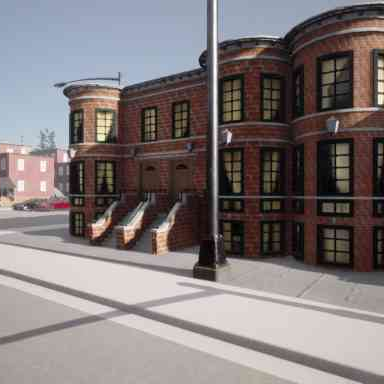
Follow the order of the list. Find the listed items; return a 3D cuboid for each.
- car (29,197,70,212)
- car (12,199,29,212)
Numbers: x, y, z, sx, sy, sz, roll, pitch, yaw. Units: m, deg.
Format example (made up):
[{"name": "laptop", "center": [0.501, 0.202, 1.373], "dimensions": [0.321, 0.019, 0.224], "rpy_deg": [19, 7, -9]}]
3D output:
[{"name": "car", "center": [-15.597, 1.351, 38.091], "dimensions": [2.097, 1.767, 4.553], "rpy_deg": [0, 0, 36]}, {"name": "car", "center": [-18.793, 1.503, 39.645], "dimensions": [1.837, 1.490, 4.892], "rpy_deg": [0, 0, 36]}]
